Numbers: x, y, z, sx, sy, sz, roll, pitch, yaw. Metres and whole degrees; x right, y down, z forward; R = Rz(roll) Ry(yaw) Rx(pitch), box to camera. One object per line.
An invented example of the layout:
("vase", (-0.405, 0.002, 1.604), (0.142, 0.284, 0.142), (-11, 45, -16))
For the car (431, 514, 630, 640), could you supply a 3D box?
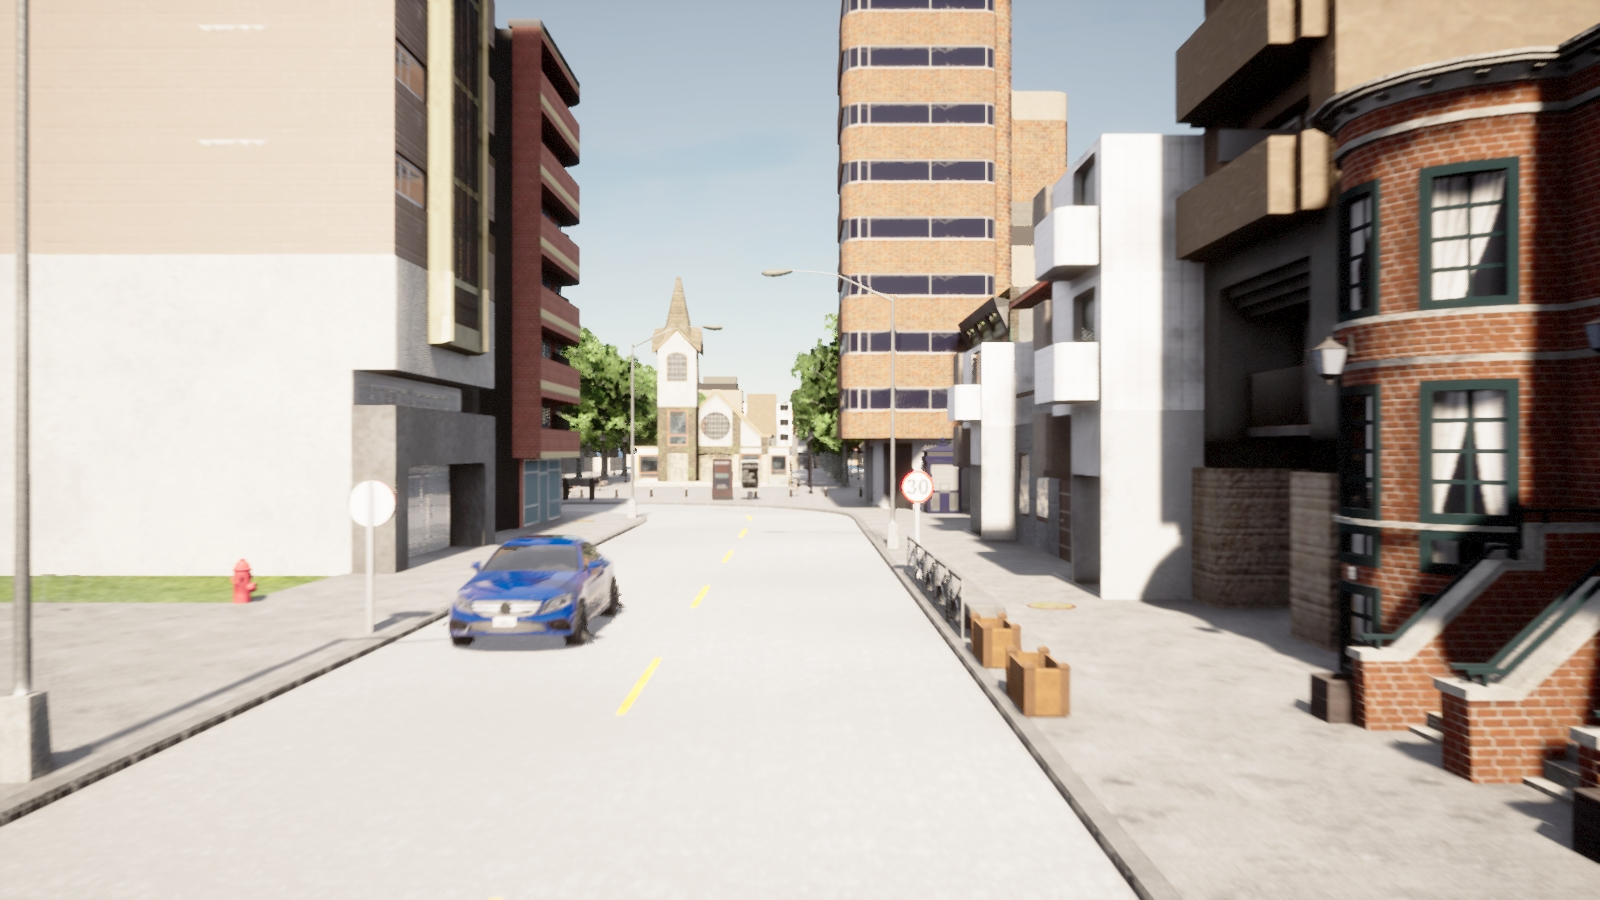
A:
("car", (-4.008, 1.858, 17.832), (2.002, 1.442, 4.674), (0, 0, 0))
